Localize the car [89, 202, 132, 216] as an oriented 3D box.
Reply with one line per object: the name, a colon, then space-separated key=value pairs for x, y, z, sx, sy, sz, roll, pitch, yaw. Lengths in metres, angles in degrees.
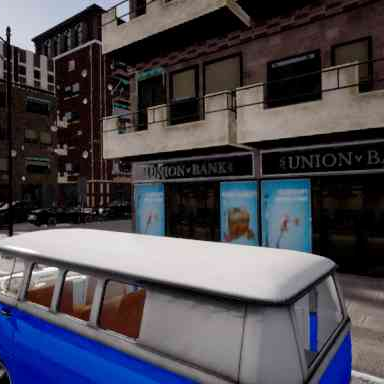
car: x=-8.868 y=1.797 z=36.457 sx=1.947 sy=1.339 sz=4.313 roll=-2 pitch=-1 yaw=36

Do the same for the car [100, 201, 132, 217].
car: x=-7.388 y=1.671 z=34.088 sx=2.128 sy=1.511 sz=4.902 roll=-1 pitch=-1 yaw=36

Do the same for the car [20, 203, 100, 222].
car: x=-8.744 y=1.583 z=22.405 sx=1.947 sy=1.339 sz=4.313 roll=-2 pitch=-1 yaw=36

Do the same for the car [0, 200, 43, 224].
car: x=-13.467 y=1.473 z=25.759 sx=2.097 sy=1.767 sz=4.553 roll=-1 pitch=-1 yaw=36

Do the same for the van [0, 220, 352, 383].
van: x=-0.578 y=1.342 z=3.263 sx=3.998 sy=1.788 sz=1.690 roll=0 pitch=-1 yaw=35
